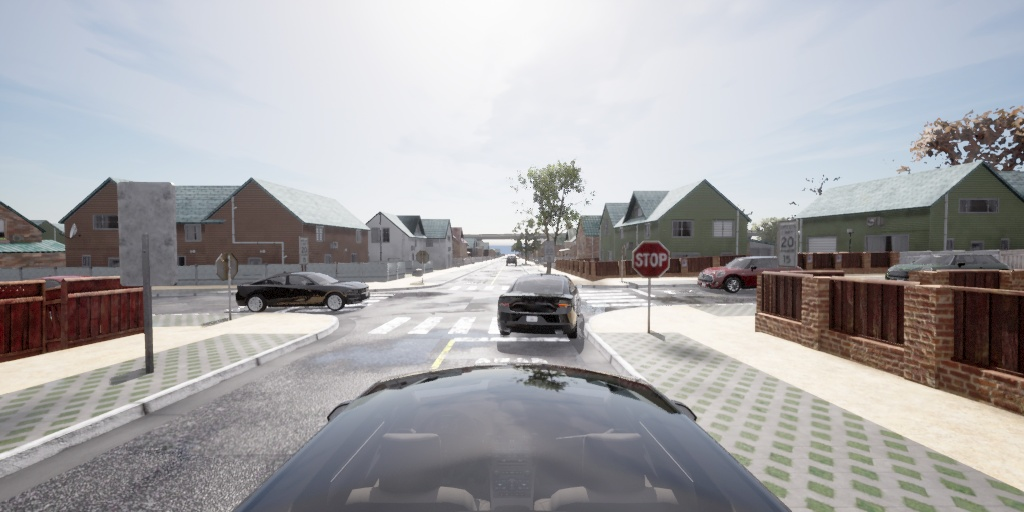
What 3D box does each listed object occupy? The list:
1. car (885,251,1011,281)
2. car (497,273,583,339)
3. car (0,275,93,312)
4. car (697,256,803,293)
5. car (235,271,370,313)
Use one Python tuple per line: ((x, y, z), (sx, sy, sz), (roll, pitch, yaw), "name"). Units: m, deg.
((21.683, 0.646, 17.955), (4.553, 1.767, 2.097), (-1, 2, 0), "car")
((0.948, 1.224, 10.251), (1.882, 1.535, 5.008), (0, 0, 12), "car")
((-18.036, 1.547, 14.694), (5.008, 1.535, 1.882), (-1, 2, 0), "car")
((11.788, 0.820, 17.872), (4.553, 1.767, 2.097), (-1, 2, 0), "car")
((-8.483, 1.377, 14.767), (5.008, 1.535, 1.882), (-1, 2, 0), "car")
